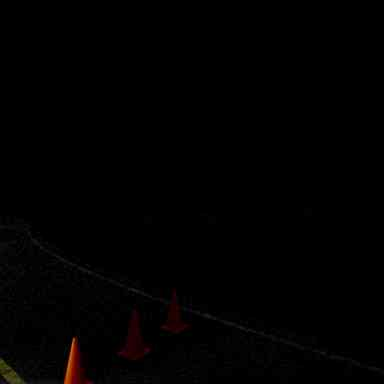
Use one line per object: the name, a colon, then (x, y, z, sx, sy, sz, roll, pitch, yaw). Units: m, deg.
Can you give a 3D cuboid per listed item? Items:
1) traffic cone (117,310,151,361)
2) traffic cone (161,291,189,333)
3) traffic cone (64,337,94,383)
traffic cone: (-0.800, 1.938, 4.613, 0.340, 0.580, 0.340, 1, 1, 31)
traffic cone: (-0.281, 1.931, 5.464, 0.340, 0.580, 0.340, 1, 1, 31)
traffic cone: (-1.318, 1.945, 3.762, 0.340, 0.580, 0.340, 1, 1, 31)
